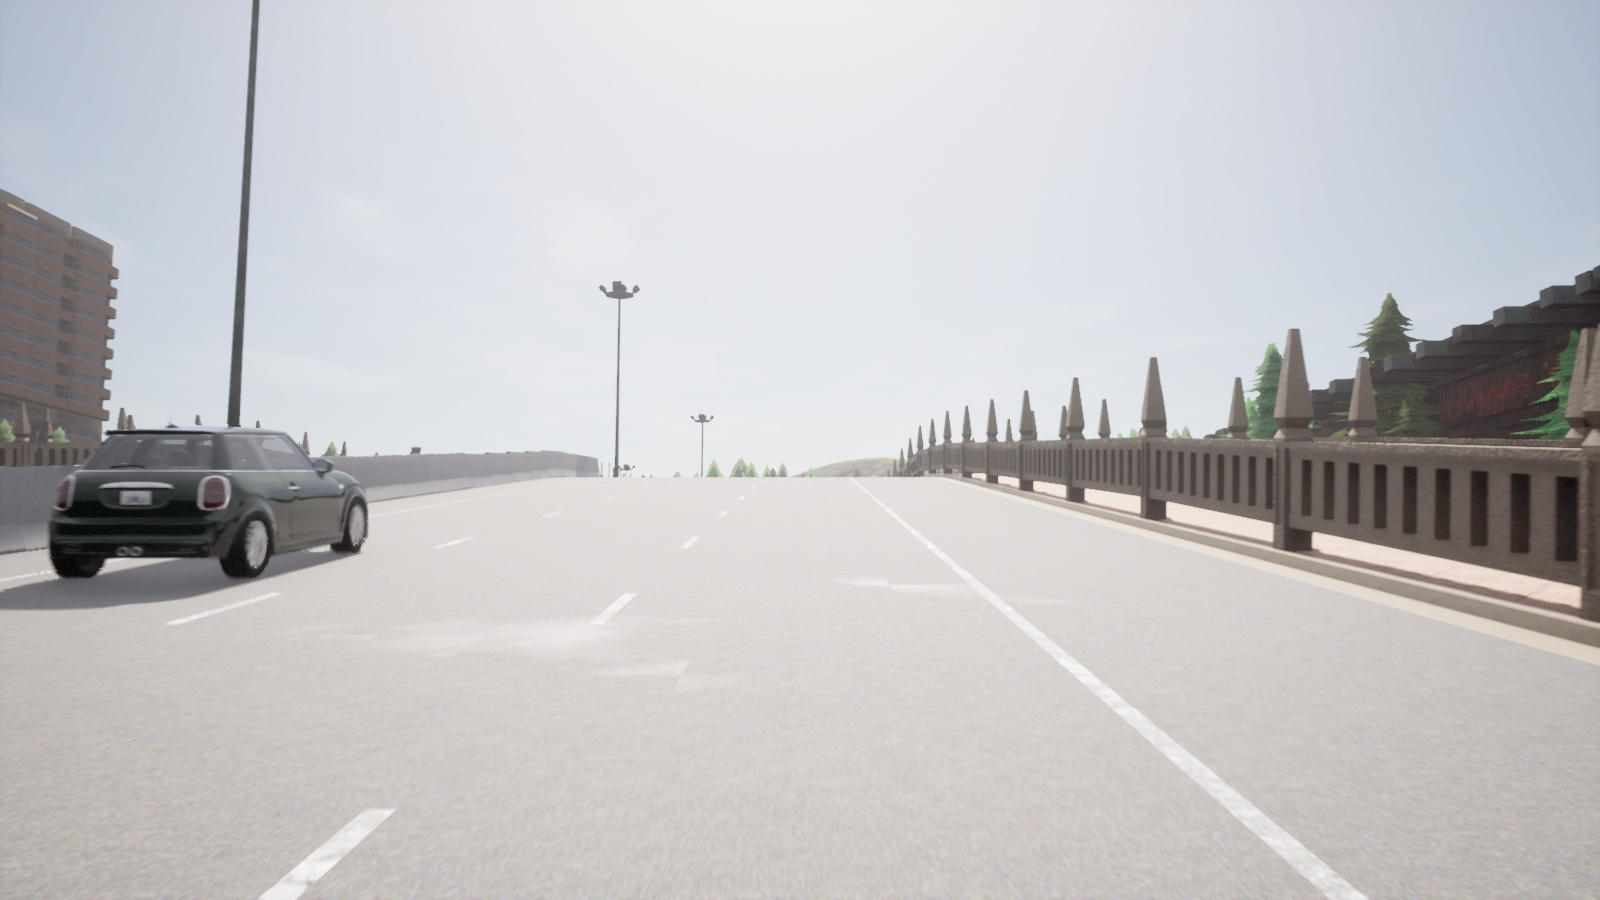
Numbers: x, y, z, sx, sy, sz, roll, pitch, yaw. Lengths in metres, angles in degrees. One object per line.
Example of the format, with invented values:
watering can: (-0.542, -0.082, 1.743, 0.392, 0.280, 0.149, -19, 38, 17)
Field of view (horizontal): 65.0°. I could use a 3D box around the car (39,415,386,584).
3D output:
car: (-6.896, 0.506, 15.411, 2.097, 1.767, 4.553, 0, 0, 0)
